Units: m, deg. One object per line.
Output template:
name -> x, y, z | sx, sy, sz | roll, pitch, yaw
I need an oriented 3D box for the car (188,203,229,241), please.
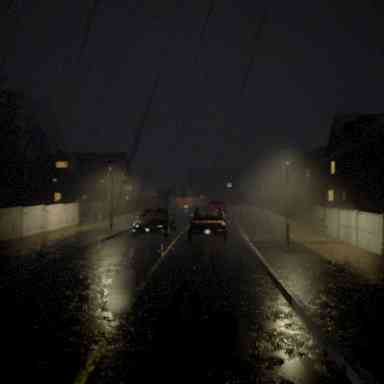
car -> 0.847, 1.514, 16.841 | 2.128, 1.511, 4.902 | 0, 0, 4

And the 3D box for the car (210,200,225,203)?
car -> 2.691, 1.553, 34.545 | 1.882, 1.535, 5.008 | 0, 0, 7

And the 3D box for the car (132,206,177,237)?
car -> -1.960, 1.580, 18.443 | 1.837, 1.490, 4.892 | 0, 0, 5
